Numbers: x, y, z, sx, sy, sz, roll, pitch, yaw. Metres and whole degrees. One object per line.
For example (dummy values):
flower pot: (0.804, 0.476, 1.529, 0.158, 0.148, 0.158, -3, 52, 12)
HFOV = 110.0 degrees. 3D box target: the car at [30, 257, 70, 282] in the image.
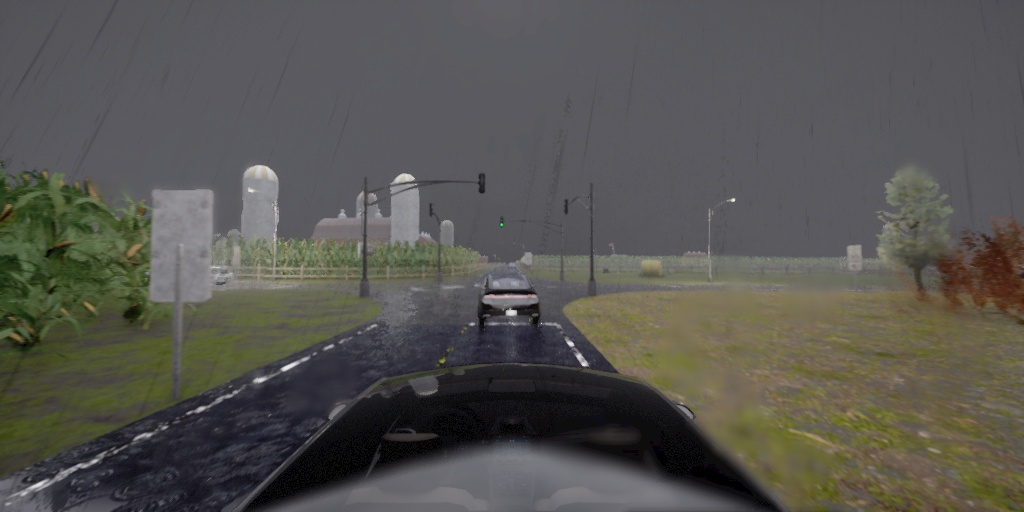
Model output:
car: (-31.925, 0.903, 23.274, 5.566, 2.045, 2.150, 0, -2, -3)

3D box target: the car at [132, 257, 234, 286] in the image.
car: (-21.814, 0.988, 23.807, 5.566, 2.045, 2.150, 0, -2, -3)

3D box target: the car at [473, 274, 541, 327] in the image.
car: (-0.252, 1.349, 12.126, 2.128, 1.511, 4.902, 0, -1, -6)
